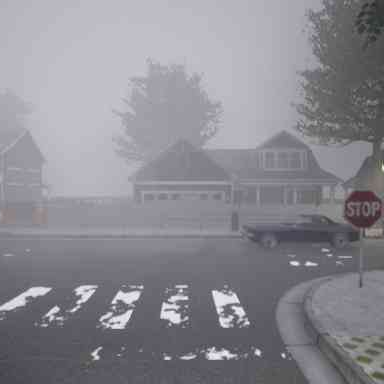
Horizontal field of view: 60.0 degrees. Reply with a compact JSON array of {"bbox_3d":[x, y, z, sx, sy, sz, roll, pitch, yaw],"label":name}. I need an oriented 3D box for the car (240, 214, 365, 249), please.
[{"bbox_3d":[4.472,1.602,13.968,4.718,1.301,1.895,0,1,-3],"label":"car"}]

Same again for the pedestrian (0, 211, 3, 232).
[{"bbox_3d":[-9.766,1.332,16.807,0.375,1.300,0.375,0,0,-1],"label":"pedestrian"}]
